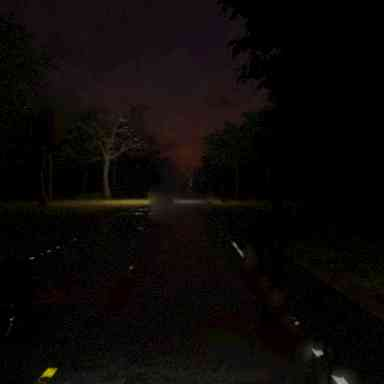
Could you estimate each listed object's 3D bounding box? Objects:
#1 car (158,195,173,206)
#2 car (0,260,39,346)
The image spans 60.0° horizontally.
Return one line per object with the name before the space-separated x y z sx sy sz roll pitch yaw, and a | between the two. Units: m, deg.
car | -3.591 1.147 46.664 1.812 1.442 4.674 0 0 0
car | -3.607 1.524 3.491 2.033 1.411 5.357 0 0 0
